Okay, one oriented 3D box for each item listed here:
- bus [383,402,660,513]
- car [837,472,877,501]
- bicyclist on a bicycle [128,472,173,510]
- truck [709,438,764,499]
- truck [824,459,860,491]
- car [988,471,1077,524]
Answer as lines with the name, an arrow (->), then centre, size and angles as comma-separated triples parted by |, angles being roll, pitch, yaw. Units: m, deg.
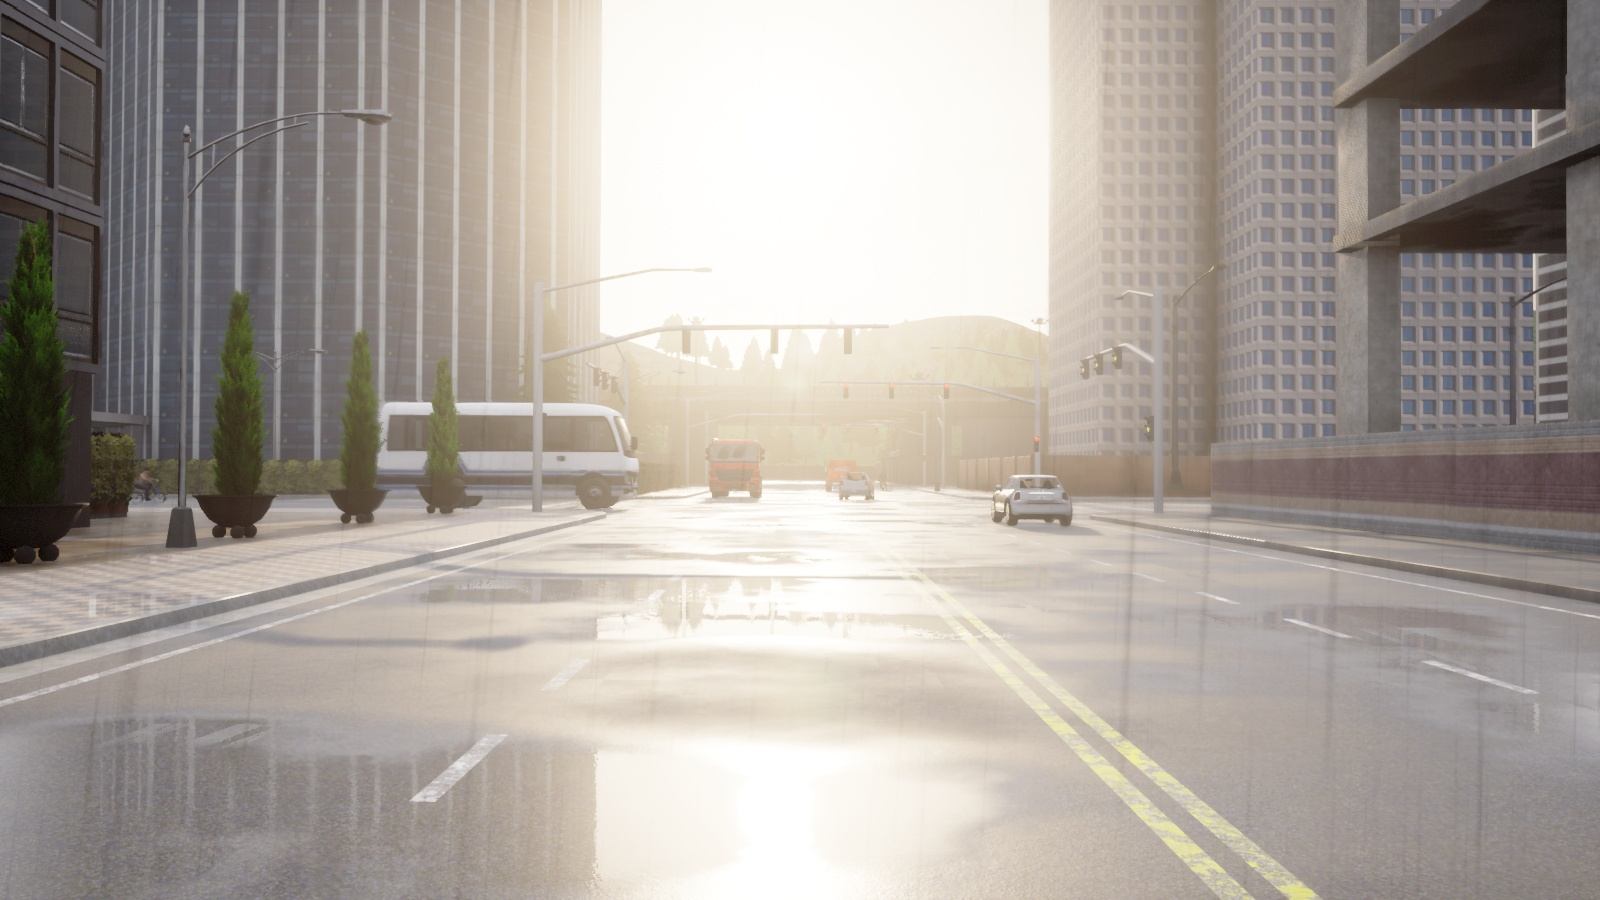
bus -> -10.980, 0.328, 50.505 | 10.273, 4.253, 3.944 | 0, -1, -1
car -> 3.135, 1.961, 68.367 | 1.845, 1.501, 3.633 | 0, -1, 8
bicyclist on a bicycle -> -27.823, 1.764, 53.816 | 1.509, 1.612, 0.866 | 0, -1, -1
truck -> -3.695, 1.100, 74.778 | 2.891, 3.462, 7.936 | 0, -1, 0
truck -> 3.248, 1.956, 97.989 | 2.627, 2.467, 5.204 | 0, -1, 0
car -> 6.904, 1.383, 37.640 | 1.970, 1.475, 3.806 | 0, -1, 0
